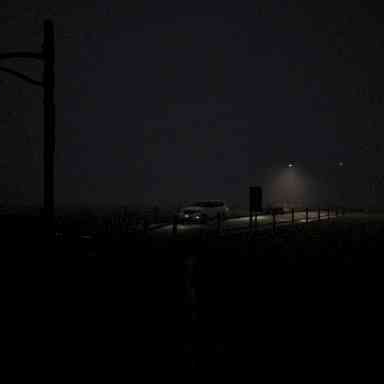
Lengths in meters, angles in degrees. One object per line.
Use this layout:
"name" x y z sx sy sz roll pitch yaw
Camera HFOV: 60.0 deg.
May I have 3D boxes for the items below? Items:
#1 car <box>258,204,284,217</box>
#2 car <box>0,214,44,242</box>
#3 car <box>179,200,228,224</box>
"car" 10.177 2.308 42.626 2.128 1.511 4.902 0 -1 36
"car" -9.600 1.719 15.571 2.033 1.411 5.357 0 -1 36
"car" 1.194 1.745 30.346 2.150 2.045 5.566 0 -1 36
